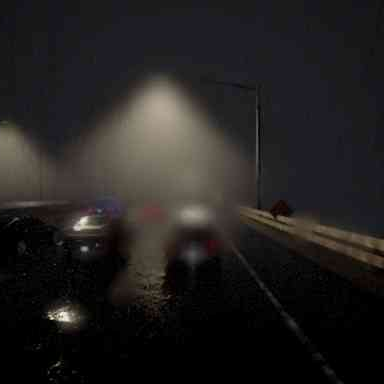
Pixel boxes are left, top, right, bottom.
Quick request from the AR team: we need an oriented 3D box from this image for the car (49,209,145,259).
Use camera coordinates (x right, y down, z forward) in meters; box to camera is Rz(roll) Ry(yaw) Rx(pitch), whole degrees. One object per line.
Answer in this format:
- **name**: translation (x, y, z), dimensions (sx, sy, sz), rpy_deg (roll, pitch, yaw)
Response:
- **car**: translation (-3.432, 1.639, 13.159), dimensions (2.128, 1.511, 4.902), rpy_deg (0, 0, 1)

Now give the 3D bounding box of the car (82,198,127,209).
- **car**: translation (-6.777, 1.534, 27.227), dimensions (2.150, 2.045, 5.566), rpy_deg (0, 0, 1)

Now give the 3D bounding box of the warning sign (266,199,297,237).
- **warning sign**: translation (4.617, 1.307, 17.231), dimensions (1.300, 1.860, 1.060), rpy_deg (-1, -2, 1)

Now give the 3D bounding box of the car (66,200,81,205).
- **car**: translation (-23.252, 2.293, 66.004), dimensions (1.837, 1.490, 4.892), rpy_deg (0, -1, 2)

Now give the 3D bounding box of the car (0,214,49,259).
- **car**: translation (-6.932, 1.654, 13.179), dimensions (1.837, 1.490, 4.892), rpy_deg (0, 0, 1)

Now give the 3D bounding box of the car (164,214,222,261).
- **car**: translation (0.062, 1.744, 12.888), dimensions (1.895, 1.301, 4.718), rpy_deg (0, -1, 1)

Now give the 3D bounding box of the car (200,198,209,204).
- **car**: translation (2.936, 2.268, 76.727), dimensions (2.097, 1.767, 4.553), rpy_deg (0, -1, 3)

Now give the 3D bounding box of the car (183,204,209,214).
- **car**: translation (0.239, 1.915, 27.790), dimensions (1.895, 1.301, 4.718), rpy_deg (0, -1, 1)

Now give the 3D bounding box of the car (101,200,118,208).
- **car**: translation (-16.257, 2.301, 65.823), dimensions (2.128, 1.511, 4.902), rpy_deg (0, -1, 2)

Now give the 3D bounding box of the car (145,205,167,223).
- **car**: translation (-3.243, 1.848, 28.467), dimensions (1.812, 1.442, 4.674), rpy_deg (0, 0, 1)
